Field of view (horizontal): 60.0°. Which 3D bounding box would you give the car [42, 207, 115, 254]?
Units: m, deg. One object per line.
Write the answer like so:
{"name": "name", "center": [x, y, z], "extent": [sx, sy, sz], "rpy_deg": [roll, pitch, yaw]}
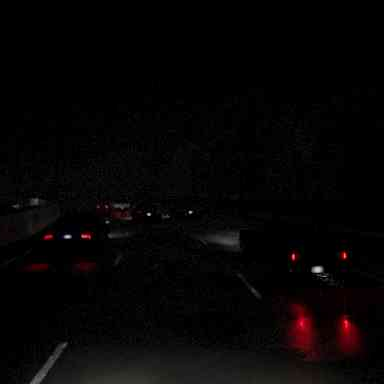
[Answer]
{"name": "car", "center": [-4.578, 1.568, 13.700], "extent": [2.033, 1.411, 5.357], "rpy_deg": [0, 0, -8]}

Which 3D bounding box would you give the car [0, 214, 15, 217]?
{"name": "car", "center": [-14.178, 1.535, 24.134], "extent": [2.128, 1.511, 4.902], "rpy_deg": [0, 0, -16]}

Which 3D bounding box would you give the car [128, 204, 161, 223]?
{"name": "car", "center": [-3.626, 1.596, 25.947], "extent": [1.994, 1.385, 4.181], "rpy_deg": [0, 0, -15]}

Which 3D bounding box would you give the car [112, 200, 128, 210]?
{"name": "car", "center": [-9.279, 1.658, 42.068], "extent": [1.895, 1.301, 4.718], "rpy_deg": [0, 0, -23]}

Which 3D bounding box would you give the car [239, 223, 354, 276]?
{"name": "car", "center": [2.860, 1.609, 10.374], "extent": [1.895, 1.301, 4.718], "rpy_deg": [0, 0, -6]}

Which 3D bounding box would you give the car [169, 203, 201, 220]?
{"name": "car", "center": [-0.663, 1.596, 28.360], "extent": [1.994, 1.385, 4.181], "rpy_deg": [0, 0, -16]}

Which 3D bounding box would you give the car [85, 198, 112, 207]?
{"name": "car", "center": [-9.333, 1.399, 32.630], "extent": [2.097, 1.767, 4.553], "rpy_deg": [0, 0, -19]}
